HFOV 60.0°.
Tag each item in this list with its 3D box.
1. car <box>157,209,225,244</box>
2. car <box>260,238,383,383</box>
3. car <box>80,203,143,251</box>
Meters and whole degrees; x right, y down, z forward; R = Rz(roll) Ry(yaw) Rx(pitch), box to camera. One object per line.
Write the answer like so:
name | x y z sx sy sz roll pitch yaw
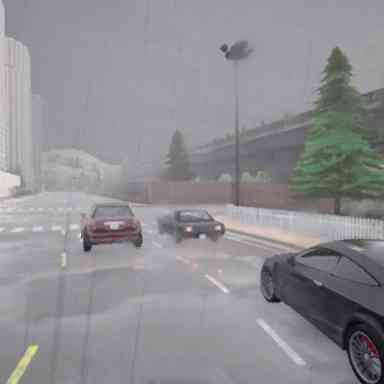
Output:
car | -0.265 1.429 15.040 1.895 1.301 4.718 -1 1 -19
car | 2.599 1.448 5.136 1.812 1.442 4.674 0 1 -9
car | -3.442 1.216 13.725 2.097 1.767 4.553 -1 1 -20
